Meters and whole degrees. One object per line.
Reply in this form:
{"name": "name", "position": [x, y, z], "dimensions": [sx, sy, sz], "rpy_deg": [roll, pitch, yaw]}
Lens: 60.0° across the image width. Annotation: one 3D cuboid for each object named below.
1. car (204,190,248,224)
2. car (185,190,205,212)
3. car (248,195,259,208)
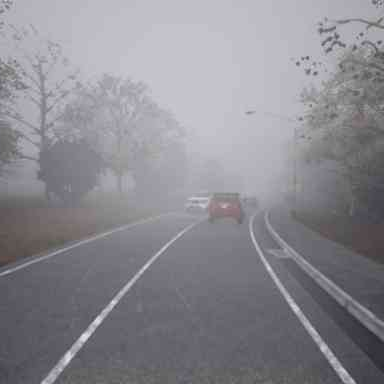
{"name": "car", "position": [2.552, 1.012, 23.309], "dimensions": [2.150, 2.045, 5.566], "rpy_deg": [1, 0, 12]}
{"name": "car", "position": [0.988, 0.855, 33.046], "dimensions": [2.150, 2.045, 5.566], "rpy_deg": [1, 1, 15]}
{"name": "car", "position": [7.227, 1.165, 41.230], "dimensions": [2.128, 1.511, 4.902], "rpy_deg": [2, 1, 17]}
